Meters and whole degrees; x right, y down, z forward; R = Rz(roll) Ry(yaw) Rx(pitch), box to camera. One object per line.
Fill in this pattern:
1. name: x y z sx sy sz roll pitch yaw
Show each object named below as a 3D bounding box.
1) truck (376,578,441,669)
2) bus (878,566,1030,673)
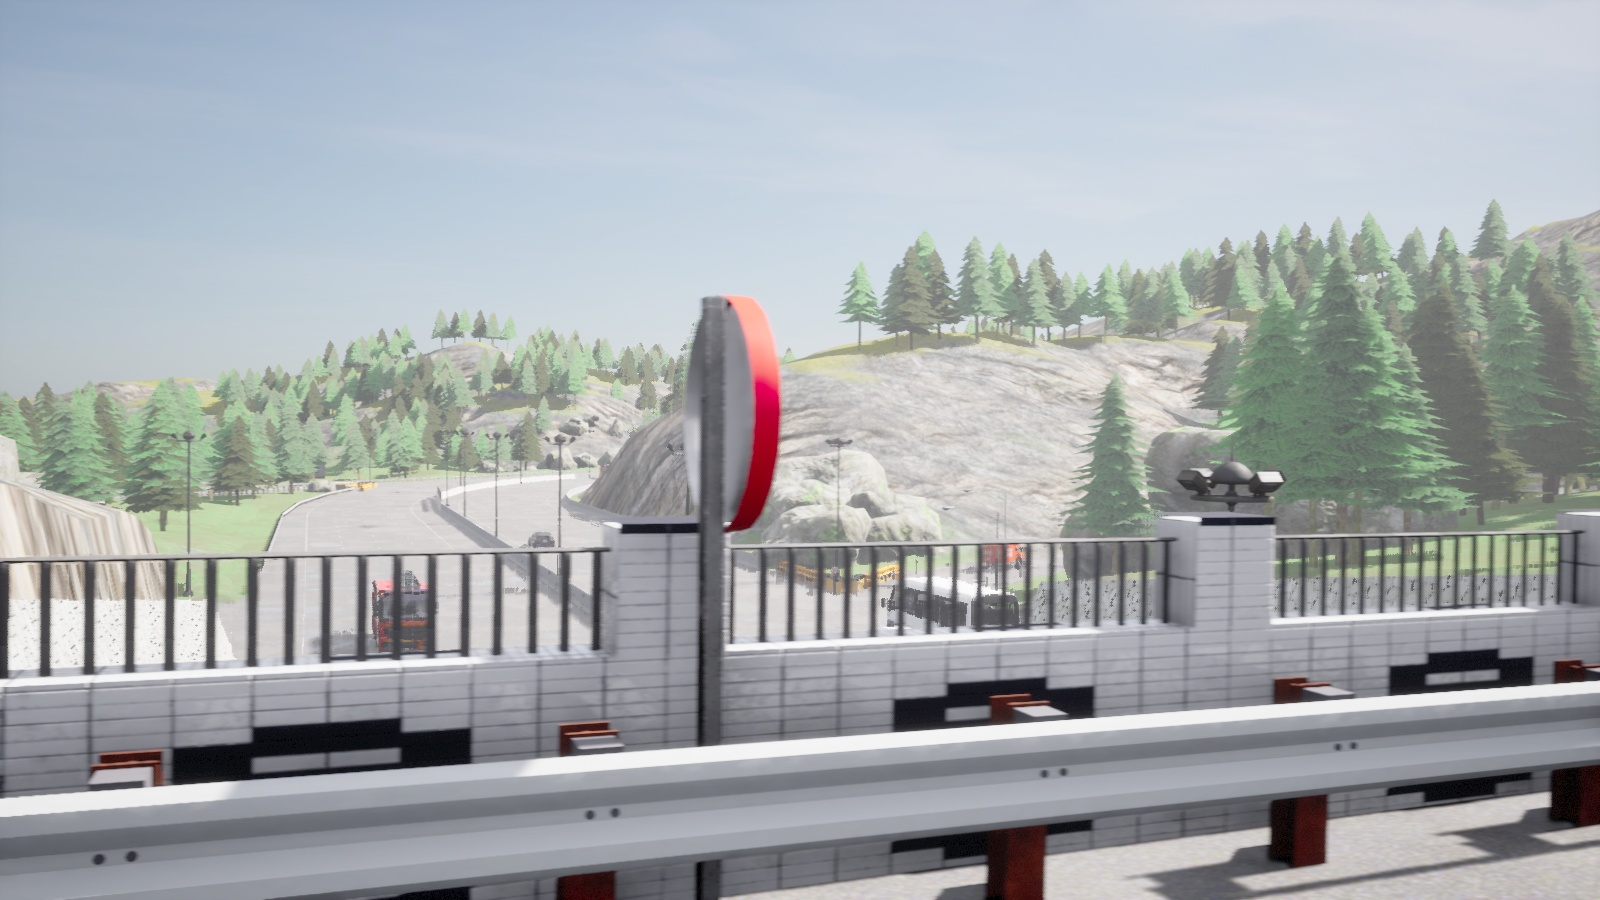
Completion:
1. truck: -22.340 9.715 71.406 2.891 3.827 8.468 -1 1 -21
2. bus: 8.310 9.197 69.865 3.944 4.253 10.273 -1 1 -21
